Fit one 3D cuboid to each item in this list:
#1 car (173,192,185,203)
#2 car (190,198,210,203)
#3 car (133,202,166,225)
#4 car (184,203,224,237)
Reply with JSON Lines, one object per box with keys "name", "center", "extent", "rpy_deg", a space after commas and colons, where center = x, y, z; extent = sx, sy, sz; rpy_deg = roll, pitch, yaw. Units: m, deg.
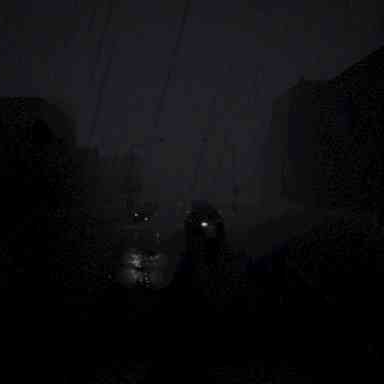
{"name": "car", "center": [-2.507, 0.956, 64.530], "extent": [2.150, 2.045, 5.566], "rpy_deg": [0, 0, 1]}
{"name": "car", "center": [0.857, 1.349, 34.212], "extent": [1.882, 1.535, 5.008], "rpy_deg": [0, 0, 1]}
{"name": "car", "center": [-2.918, 1.433, 23.634], "extent": [1.812, 1.442, 4.674], "rpy_deg": [0, 0, 0]}
{"name": "car", "center": [0.642, 1.498, 17.719], "extent": [1.994, 1.385, 4.181], "rpy_deg": [0, 0, 1]}
